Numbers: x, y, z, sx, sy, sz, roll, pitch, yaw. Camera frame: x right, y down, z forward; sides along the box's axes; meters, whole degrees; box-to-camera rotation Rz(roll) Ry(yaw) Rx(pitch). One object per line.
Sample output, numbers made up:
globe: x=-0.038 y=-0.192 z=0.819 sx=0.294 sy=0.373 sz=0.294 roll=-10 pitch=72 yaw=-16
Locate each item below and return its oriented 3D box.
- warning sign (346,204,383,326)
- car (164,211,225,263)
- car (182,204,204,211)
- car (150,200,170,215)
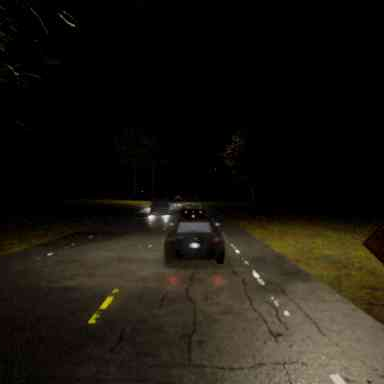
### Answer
warning sign: x=3.538 y=1.136 z=5.672 sx=1.300 sy=1.860 sz=1.060 roll=-1 pitch=-1 yaw=0
car: x=0.089 y=1.615 z=12.191 sx=1.994 sy=1.385 sz=4.181 roll=0 pitch=0 yaw=0
car: x=0.111 y=1.748 z=30.133 sx=1.895 sy=1.301 sz=4.718 roll=0 pitch=0 yaw=0
car: x=-3.574 y=1.666 z=37.228 sx=1.882 sy=1.535 sz=5.008 roll=0 pitch=0 yaw=0
